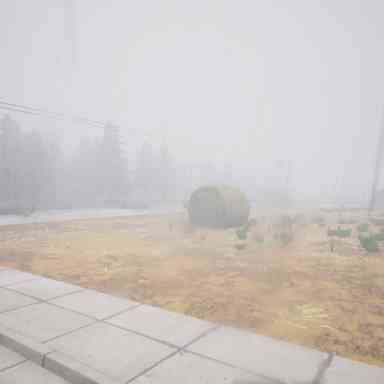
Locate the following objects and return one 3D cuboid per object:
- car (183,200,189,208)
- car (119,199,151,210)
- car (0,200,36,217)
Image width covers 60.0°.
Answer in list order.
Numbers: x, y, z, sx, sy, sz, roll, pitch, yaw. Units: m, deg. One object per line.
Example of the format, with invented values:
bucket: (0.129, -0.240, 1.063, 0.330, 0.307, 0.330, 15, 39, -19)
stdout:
car: (0.621, 1.590, 46.676, 1.994, 1.385, 4.181, 0, 0, 37)
car: (-7.184, 1.591, 42.350, 1.994, 1.385, 4.181, 0, 0, 37)
car: (-16.552, 1.516, 29.727, 2.128, 1.511, 4.902, 0, 0, 37)
